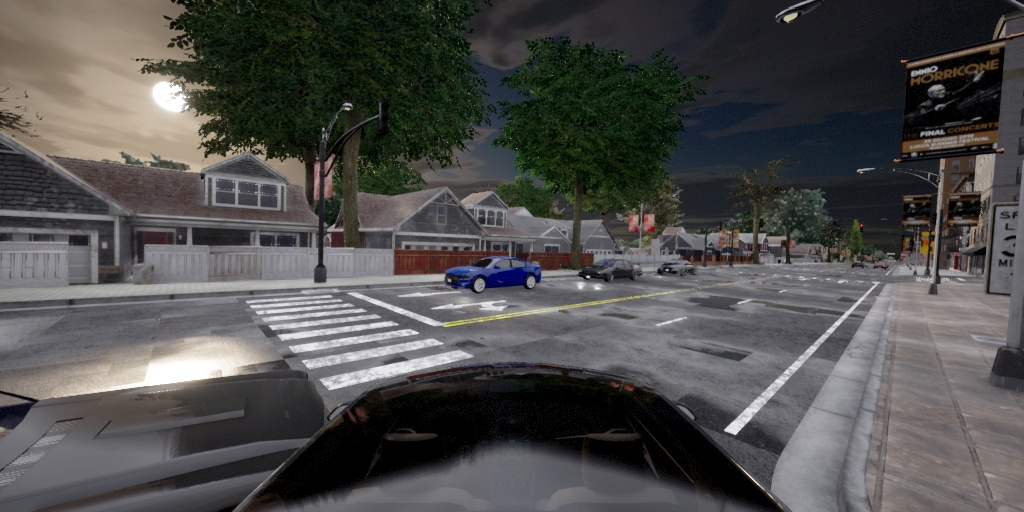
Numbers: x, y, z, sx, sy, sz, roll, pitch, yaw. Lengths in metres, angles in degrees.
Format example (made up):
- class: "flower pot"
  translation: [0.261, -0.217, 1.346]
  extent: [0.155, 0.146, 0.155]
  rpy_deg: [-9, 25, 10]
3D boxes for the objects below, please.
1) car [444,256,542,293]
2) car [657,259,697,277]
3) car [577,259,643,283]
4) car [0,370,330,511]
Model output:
- class: "car"
  translation: [-0.768, 0.762, 16.667]
  extent: [5.008, 1.535, 1.882]
  rpy_deg: [0, 3, -43]
- class: "car"
  translation: [13.934, 0.964, 30.177]
  extent: [4.181, 1.385, 1.994]
  rpy_deg: [0, 3, -43]
- class: "car"
  translation: [6.560, 0.888, 23.415]
  extent: [5.357, 1.411, 2.033]
  rpy_deg: [0, 3, -43]
- class: "car"
  translation: [-3.325, 1.280, 1.540]
  extent: [4.718, 1.301, 1.895]
  rpy_deg: [1, 2, -33]
